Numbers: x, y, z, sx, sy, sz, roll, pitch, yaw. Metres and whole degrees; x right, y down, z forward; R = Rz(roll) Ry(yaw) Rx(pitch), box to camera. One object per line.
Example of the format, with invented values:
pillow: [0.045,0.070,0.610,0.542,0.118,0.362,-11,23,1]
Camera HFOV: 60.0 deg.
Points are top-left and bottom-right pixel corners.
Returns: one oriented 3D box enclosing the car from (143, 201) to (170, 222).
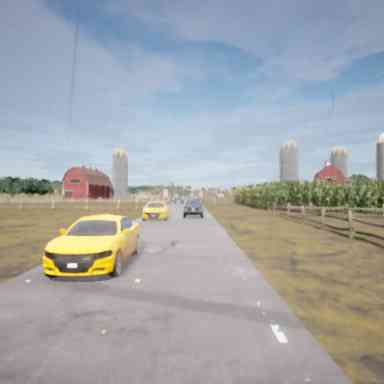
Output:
car: [-2.821,1.460,26.699,1.882,1.535,5.008,0,0,0]

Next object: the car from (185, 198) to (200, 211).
car: [0.096,1.547,42.295,1.837,1.490,4.892,0,0,0]

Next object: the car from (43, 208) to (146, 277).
car: [-2.837,1.466,10.385,1.882,1.535,5.008,0,0,0]

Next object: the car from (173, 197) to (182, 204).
car: [-2.702,1.736,67.959,1.812,1.442,4.674,0,0,0]

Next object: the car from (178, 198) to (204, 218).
car: [0.105,1.540,30.408,2.033,1.411,5.357,0,0,0]
